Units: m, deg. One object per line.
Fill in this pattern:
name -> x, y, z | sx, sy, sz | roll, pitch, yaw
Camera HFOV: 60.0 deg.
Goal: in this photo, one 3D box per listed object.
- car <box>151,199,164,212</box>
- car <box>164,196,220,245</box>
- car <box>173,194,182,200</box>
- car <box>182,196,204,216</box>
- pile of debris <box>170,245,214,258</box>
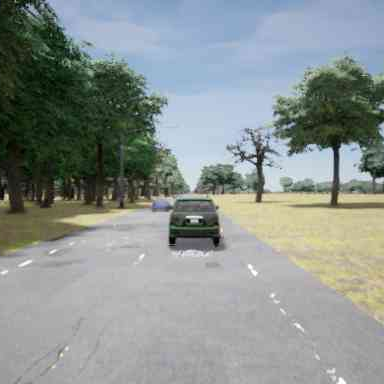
car -> -3.579, 1.513, 38.357 | 1.812, 1.442, 4.674 | 0, 0, 0
car -> 0.115, 1.224, 15.627 | 2.150, 2.045, 5.566 | 0, 0, 0
car -> -3.488, 1.106, 79.268 | 1.994, 1.385, 4.181 | 0, 0, 0
car -> 0.105, 1.344, 33.258 | 2.097, 1.767, 4.553 | 0, 0, 0
pile of debris -> 0.002, 2.179, 12.199 | 1.500, 0.140, 1.860 | 0, 0, 0
